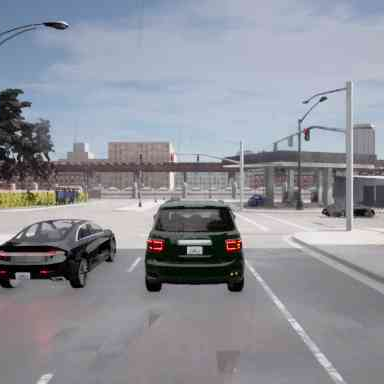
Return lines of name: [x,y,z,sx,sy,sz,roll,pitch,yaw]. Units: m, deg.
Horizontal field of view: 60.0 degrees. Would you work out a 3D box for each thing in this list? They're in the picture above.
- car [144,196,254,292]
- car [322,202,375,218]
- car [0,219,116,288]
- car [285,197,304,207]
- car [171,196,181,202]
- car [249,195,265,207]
car: [0.069,1.221,9.112,2.150,2.045,5.566,0,0,0]
car: [13.659,1.564,29.181,4.181,1.385,1.994,0,0,-1]
car: [-3.436,1.492,9.194,2.128,1.511,4.902,0,0,0]
car: [15.368,1.456,50.073,1.970,1.475,3.806,0,0,0]
car: [-3.630,1.552,74.542,1.994,1.385,4.181,0,0,0]
car: [9.624,1.295,49.301,2.242,1.667,4.611,0,0,0]
